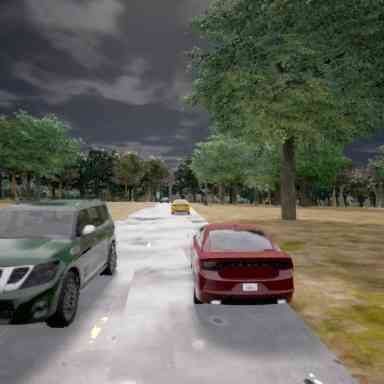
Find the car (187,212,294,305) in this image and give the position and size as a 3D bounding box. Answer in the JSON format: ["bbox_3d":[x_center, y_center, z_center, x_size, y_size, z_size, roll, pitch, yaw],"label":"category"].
[{"bbox_3d":[0.932,1.477,8.172,1.882,1.535,5.008,0,0,-2],"label":"car"}]

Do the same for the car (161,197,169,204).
[{"bbox_3d":[-6.407,1.991,79.087,1.882,1.535,5.008,0,-1,-3],"label":"car"}]

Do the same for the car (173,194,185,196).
[{"bbox_3d":[-1.781,1.356,46.380,2.150,2.045,5.566,0,0,-3],"label":"car"}]

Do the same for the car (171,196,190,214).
[{"bbox_3d":[-1.254,1.548,35.871,1.882,1.535,5.008,0,0,-3],"label":"car"}]

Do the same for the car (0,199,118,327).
[{"bbox_3d":[-3.145,1.219,7.353,2.150,2.045,5.566,0,0,-1],"label":"car"}]
